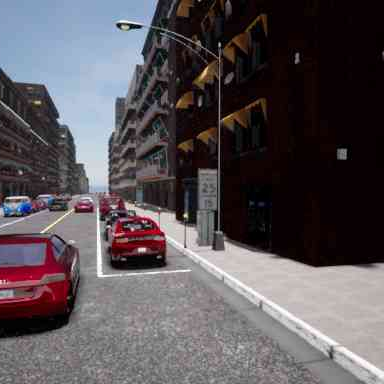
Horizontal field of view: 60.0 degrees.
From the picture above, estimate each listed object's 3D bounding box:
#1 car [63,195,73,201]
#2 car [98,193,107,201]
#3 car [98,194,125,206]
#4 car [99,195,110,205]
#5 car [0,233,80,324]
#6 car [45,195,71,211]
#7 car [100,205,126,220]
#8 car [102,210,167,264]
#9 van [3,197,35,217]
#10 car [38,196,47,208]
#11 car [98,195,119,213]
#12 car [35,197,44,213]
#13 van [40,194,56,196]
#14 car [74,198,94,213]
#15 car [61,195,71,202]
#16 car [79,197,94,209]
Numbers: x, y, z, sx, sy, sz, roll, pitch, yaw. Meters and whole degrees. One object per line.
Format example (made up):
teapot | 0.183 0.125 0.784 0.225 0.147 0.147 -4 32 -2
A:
car | -31.789 1.555 85.442 1.947 1.339 4.313 -1 0 -16
car | -23.725 1.311 87.710 2.192 1.841 5.009 -1 0 -16
car | -6.632 1.308 27.798 2.192 1.841 5.009 -1 0 -16
car | -15.953 1.432 60.479 1.967 1.590 4.097 -1 0 -16
car | -3.507 1.561 7.091 1.994 1.385 4.181 0 0 -16
car | -16.050 1.492 40.118 1.837 1.490 4.892 0 0 -16
car | -3.521 1.562 16.907 1.947 1.339 4.313 -1 0 -16
car | -2.061 1.542 11.789 1.887 1.381 4.507 -1 0 -16
van | -16.220 1.327 30.985 1.690 1.788 3.998 -1 0 -16
car | -19.328 1.567 41.877 1.802 1.307 4.206 -1 0 -16
car | -9.739 1.307 38.692 2.192 1.841 5.009 -1 0 -16
car | -17.771 1.567 36.432 1.802 1.307 4.206 -1 0 -16
van | -20.897 1.326 47.321 1.690 1.788 3.998 -1 0 -16
car | -12.074 1.554 37.328 1.994 1.385 4.181 0 0 -15
car | -30.236 1.428 79.995 1.967 1.590 4.097 -1 0 -16
car | -14.884 1.515 46.986 1.812 1.442 4.674 0 0 -16
